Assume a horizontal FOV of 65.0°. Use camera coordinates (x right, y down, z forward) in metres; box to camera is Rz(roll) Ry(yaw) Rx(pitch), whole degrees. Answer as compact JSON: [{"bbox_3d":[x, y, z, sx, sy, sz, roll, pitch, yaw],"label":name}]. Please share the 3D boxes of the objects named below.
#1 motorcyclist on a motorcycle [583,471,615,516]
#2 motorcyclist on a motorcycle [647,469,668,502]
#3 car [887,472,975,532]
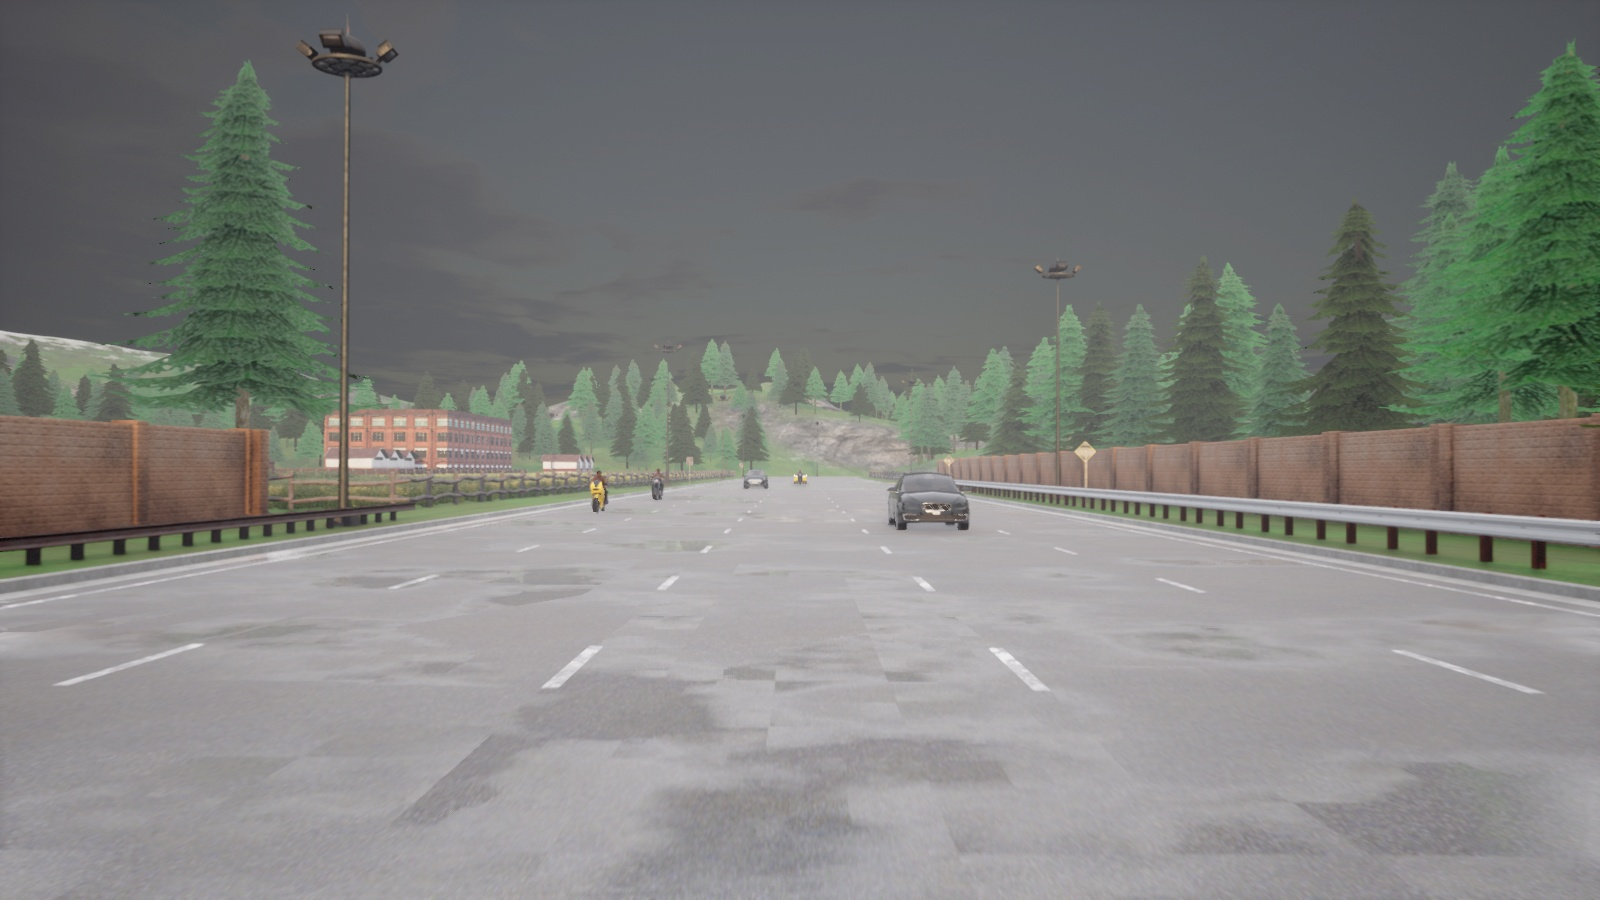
[{"bbox_3d":[-7.107,1.516,44.421,0.797,1.523,2.044,0,-1,0],"label":"motorcyclist on a motorcycle"},{"bbox_3d":[-7.153,1.778,63.209,0.766,1.649,2.350,0,-1,0],"label":"motorcyclist on a motorcycle"},{"bbox_3d":[3.419,1.330,33.682,1.837,1.490,4.892,0,-1,0],"label":"car"}]
